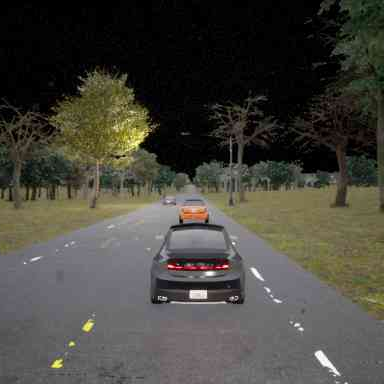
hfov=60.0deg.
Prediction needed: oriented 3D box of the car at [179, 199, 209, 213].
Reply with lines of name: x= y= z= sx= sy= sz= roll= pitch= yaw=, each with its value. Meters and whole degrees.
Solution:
car: x=0.149 y=1.321 z=25.050 sx=2.097 sy=1.767 sz=4.553 roll=0 pitch=0 yaw=0

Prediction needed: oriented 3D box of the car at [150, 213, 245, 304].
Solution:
car: x=0.116 y=1.502 z=8.112 sx=1.837 sy=1.490 sz=4.892 roll=0 pitch=0 yaw=0

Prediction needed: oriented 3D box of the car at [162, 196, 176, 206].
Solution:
car: x=-3.427 y=1.321 z=51.004 sx=2.128 sy=1.511 sz=4.902 roll=0 pitch=0 yaw=1
